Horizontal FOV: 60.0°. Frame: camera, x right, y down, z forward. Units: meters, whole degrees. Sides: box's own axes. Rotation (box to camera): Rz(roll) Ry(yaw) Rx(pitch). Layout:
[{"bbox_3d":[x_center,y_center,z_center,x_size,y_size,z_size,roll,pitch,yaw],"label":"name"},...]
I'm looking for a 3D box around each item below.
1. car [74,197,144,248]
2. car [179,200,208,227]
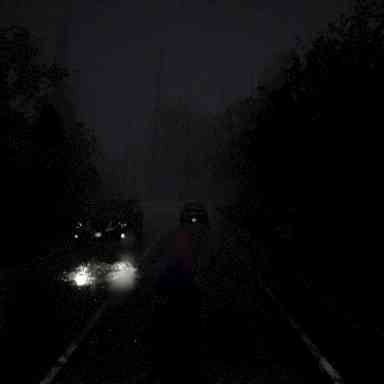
[{"bbox_3d":[-3.580,1.284,15.459,2.150,2.045,5.566,0,0,0],"label":"car"},{"bbox_3d":[0.132,1.586,23.614,2.128,1.511,4.902,0,0,0],"label":"car"}]
